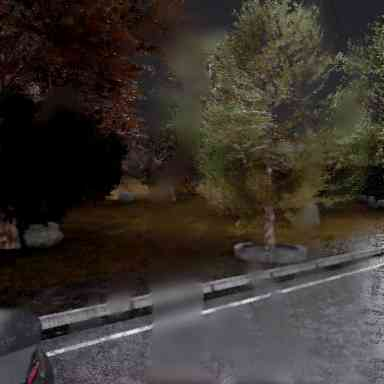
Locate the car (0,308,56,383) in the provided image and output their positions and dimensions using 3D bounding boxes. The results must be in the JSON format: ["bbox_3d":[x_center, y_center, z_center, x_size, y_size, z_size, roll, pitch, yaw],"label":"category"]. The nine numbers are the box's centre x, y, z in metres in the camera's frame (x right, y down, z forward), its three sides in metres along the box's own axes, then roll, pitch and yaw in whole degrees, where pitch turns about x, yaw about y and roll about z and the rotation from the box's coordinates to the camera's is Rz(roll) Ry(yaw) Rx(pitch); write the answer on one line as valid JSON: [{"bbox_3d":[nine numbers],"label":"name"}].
[{"bbox_3d":[-3.310,1.509,1.628,4.892,1.490,1.837,0,0,-36],"label":"car"}]
